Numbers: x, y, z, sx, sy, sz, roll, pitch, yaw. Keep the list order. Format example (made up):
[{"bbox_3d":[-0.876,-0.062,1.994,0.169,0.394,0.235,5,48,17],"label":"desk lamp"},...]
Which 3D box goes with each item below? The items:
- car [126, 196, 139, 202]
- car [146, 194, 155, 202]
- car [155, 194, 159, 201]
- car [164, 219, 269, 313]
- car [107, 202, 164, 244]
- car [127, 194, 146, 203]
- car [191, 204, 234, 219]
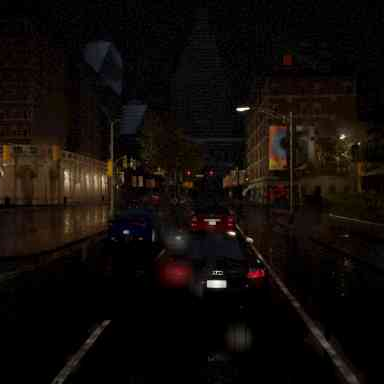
[{"bbox_3d":[-13.743,1.595,77.304,1.895,1.301,4.718,0,0,3],"label":"car"},{"bbox_3d":[-10.554,1.355,76.202,2.097,1.767,4.553,0,0,3],"label":"car"},{"bbox_3d":[-9.942,1.355,86.444,2.097,1.767,4.553,0,0,3],"label":"car"},{"bbox_3d":[0.521,1.564,7.772,1.994,1.385,4.181,0,0,3],"label":"car"},{"bbox_3d":[-2.525,1.478,16.004,1.882,1.535,5.008,0,0,4],"label":"car"},{"bbox_3d":[-11.157,1.505,66.375,1.837,1.490,4.892,0,0,4],"label":"car"},{"bbox_3d":[1.002,1.352,16.402,2.097,1.767,4.553,0,0,3],"label":"car"}]
